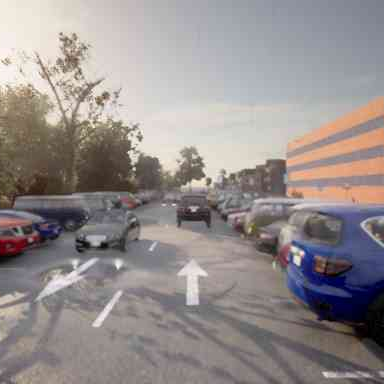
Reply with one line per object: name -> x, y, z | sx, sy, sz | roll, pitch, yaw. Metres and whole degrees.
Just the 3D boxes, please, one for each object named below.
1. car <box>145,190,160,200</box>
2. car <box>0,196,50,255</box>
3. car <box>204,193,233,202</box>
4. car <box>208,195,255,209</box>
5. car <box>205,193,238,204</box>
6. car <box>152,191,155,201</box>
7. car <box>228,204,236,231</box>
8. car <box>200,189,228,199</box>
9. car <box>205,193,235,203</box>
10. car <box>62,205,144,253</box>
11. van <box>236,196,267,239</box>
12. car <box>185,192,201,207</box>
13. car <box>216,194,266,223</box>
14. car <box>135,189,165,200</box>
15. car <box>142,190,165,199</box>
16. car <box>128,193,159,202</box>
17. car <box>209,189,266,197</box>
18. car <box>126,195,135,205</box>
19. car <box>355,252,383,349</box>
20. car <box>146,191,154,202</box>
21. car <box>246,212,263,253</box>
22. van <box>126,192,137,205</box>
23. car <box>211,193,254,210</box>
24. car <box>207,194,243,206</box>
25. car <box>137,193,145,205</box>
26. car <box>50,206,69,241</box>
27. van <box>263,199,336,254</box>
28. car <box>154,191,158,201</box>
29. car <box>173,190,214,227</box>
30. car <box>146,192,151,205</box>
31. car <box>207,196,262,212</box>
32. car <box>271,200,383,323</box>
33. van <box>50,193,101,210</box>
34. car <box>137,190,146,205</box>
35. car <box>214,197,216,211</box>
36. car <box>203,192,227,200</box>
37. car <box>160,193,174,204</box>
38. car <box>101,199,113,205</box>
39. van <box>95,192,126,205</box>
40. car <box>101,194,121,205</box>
car -> -8.125, 0.914, 53.582 | 5.008, 1.535, 2.097 | 0, 1, 0
car -> -8.129, 1.249, 11.087 | 5.566, 2.045, 2.435 | 0, 0, 0
car -> 4.443, 0.910, 56.481 | 4.674, 1.452, 2.002 | 0, 1, 0
car -> 4.617, 1.133, 39.528 | 5.366, 1.575, 1.946 | 0, 1, 0
car -> 4.466, 0.988, 50.830 | 4.792, 1.488, 2.163 | 0, 1, 0
car -> -8.162, 1.032, 47.936 | 4.792, 1.488, 2.163 | 0, 1, 0
car -> 4.419, 1.526, 16.917 | 4.674, 1.452, 2.002 | 0, 1, 0
car -> 4.474, 0.432, 67.778 | 5.566, 2.045, 2.435 | 0, 1, 0
car -> 4.436, 0.955, 53.656 | 4.674, 1.452, 2.002 | 0, 1, 0
car -> -3.330, 1.512, 13.946 | 2.128, 1.511, 4.902 | 0, 0, 0
van -> 4.304, 1.279, 13.958 | 4.442, 1.987, 1.878 | 0, 0, 0
car -> 0.119, 0.940, 43.788 | 2.097, 1.767, 4.553 | 0, 1, 0
car -> 4.394, 1.232, 25.400 | 4.553, 1.767, 2.185 | 0, 1, 0
car -> -8.101, 0.482, 64.748 | 5.566, 2.045, 2.435 | 0, 1, 0
car -> -8.064, 0.500, 70.529 | 4.553, 1.767, 2.185 | 0, 0, 0
car -> -8.125, 0.870, 56.406 | 4.892, 1.521, 2.231 | 0, 1, 0
car -> 4.400, 1.018, 31.048 | 5.566, 2.045, 2.435 | 0, 1, 0
car -> -8.147, 1.269, 30.996 | 4.892, 1.521, 2.231 | 0, 1, 0
car -> 4.410, 1.486, 2.775 | 5.008, 1.535, 2.097 | 0, 0, 0
car -> -8.138, 1.048, 44.988 | 5.008, 1.535, 2.097 | 0, 1, 0
car -> 4.416, 1.543, 11.252 | 4.674, 1.452, 2.002 | 0, 0, 0
van -> -8.255, 0.998, 33.818 | 4.442, 1.987, 1.878 | 0, 1, 0
car -> 4.399, 1.055, 36.701 | 4.553, 1.767, 2.185 | 0, 1, 0
car -> 4.437, 1.088, 45.180 | 4.674, 1.452, 2.002 | 0, 1, 0
car -> -8.143, 1.181, 36.518 | 5.008, 1.535, 2.097 | 0, 1, 0
car -> -8.150, 1.502, 13.921 | 5.008, 1.535, 2.097 | 0, 0, 0
van -> 4.301, 1.272, 8.427 | 4.442, 1.987, 1.878 | 0, 0, 0
car -> -8.126, 0.958, 50.759 | 5.008, 1.535, 2.097 | 0, 1, 0
car -> 0.109, 1.143, 22.580 | 2.150, 2.045, 5.566 | 0, 1, 0
car -> -8.130, 1.093, 42.165 | 5.008, 1.535, 2.097 | 0, 1, 0
car -> 4.244, 1.222, 33.878 | 5.366, 1.575, 1.946 | 0, 1, 0
car -> 4.444, 1.241, 5.602 | 5.566, 2.045, 2.435 | 0, 0, 0
van -> -8.031, 1.219, 19.698 | 4.442, 1.987, 1.878 | 0, 1, 0
car -> -8.167, 1.011, 39.340 | 4.553, 1.767, 2.185 | 0, 1, 0
car -> 4.424, 1.353, 28.228 | 4.674, 1.452, 2.002 | 0, 1, 0
car -> 4.446, 0.771, 64.959 | 4.674, 1.452, 2.002 | 0, 1, 0
car -> -3.310, 1.026, 49.414 | 1.812, 1.442, 4.674 | 0, 1, 0
car -> -8.179, 1.430, 22.528 | 4.792, 1.488, 2.163 | 0, 1, 0
van -> -8.261, 1.086, 28.168 | 4.442, 1.987, 1.878 | 0, 1, 0
car -> -8.114, 1.233, 25.223 | 4.553, 1.767, 2.185 | 0, 1, 0
